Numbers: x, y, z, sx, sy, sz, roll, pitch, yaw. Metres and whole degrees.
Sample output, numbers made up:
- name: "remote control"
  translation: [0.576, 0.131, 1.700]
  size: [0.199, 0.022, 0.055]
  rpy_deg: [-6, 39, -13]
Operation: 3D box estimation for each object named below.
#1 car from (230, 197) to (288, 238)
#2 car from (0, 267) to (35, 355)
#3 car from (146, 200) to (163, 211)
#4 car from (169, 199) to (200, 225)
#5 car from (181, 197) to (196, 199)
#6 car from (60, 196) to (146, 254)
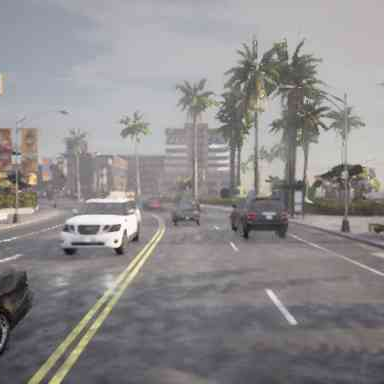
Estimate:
- name: "car"
  translation: [3.482, 1.264, 18.110]
  size: [2.150, 2.045, 5.566]
  rpy_deg: [0, 0, -2]
- name: "car"
  translation: [-3.503, 1.555, 3.130]
  size: [2.033, 1.411, 5.357]
  rpy_deg: [0, 0, 0]
- name: "car"
  translation: [-5.230, 1.663, 43.248]
  size: [1.994, 1.385, 4.181]
  rpy_deg: [0, 0, -21]
- name: "car"
  translation: [-0.574, 1.550, 24.665]
  size: [2.128, 1.511, 4.902]
  rpy_deg: [0, 0, -7]
- name: "car"
  translation: [-0.632, 1.446, 40.774]
  size: [2.097, 1.767, 4.553]
  rpy_deg: [0, 0, -18]
- name: "car"
  translation: [-3.502, 1.253, 13.902]
  size: [2.150, 2.045, 5.566]
  rpy_deg: [0, 0, 0]
